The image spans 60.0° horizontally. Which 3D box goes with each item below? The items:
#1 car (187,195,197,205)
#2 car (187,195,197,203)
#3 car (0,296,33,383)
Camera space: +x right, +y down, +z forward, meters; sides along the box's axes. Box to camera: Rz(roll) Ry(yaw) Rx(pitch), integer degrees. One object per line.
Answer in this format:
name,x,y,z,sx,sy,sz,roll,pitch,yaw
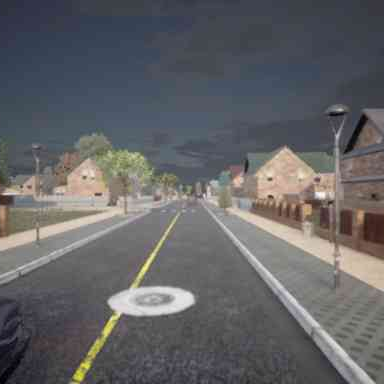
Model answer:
car,-0.005,1.576,59.091,2.128,1.511,4.902,0,0,0
car,-0.006,1.432,69.488,2.097,1.767,4.553,0,0,0
car,-2.803,1.546,1.552,2.033,1.411,5.357,0,0,1
